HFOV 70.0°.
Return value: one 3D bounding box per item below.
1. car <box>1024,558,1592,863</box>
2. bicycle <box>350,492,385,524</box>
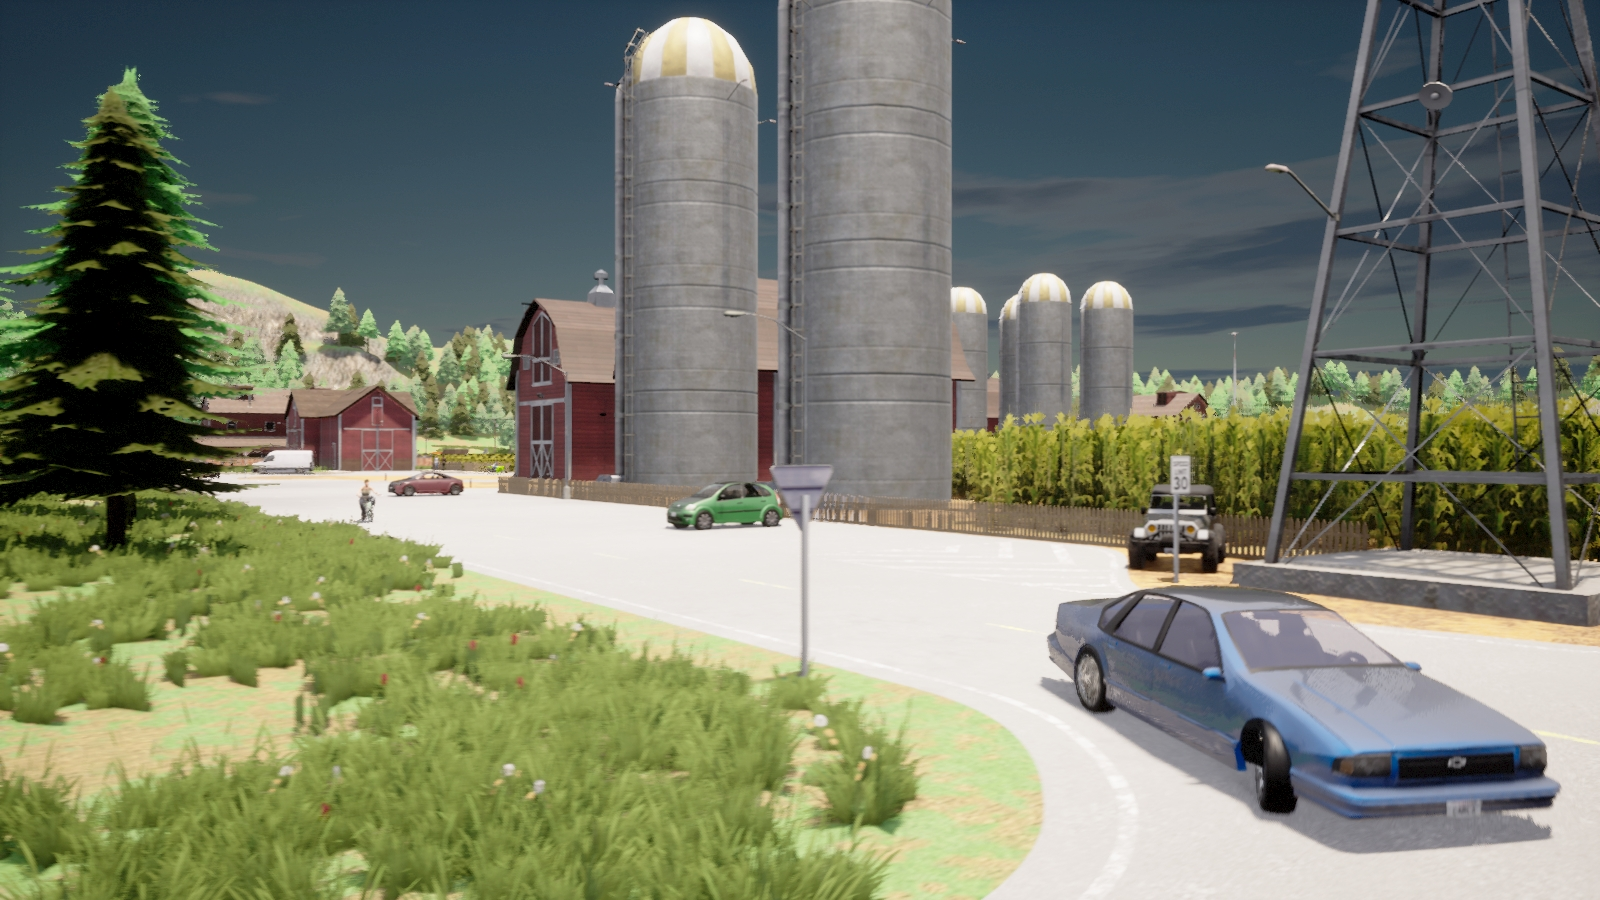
[{"bbox_3d":[4.085,2.036,10.555,2.033,1.411,5.357,1,1,-12],"label":"car"},{"bbox_3d":[-15.797,2.122,41.716,0.859,1.080,1.487,0,0,-34],"label":"bicycle"}]
